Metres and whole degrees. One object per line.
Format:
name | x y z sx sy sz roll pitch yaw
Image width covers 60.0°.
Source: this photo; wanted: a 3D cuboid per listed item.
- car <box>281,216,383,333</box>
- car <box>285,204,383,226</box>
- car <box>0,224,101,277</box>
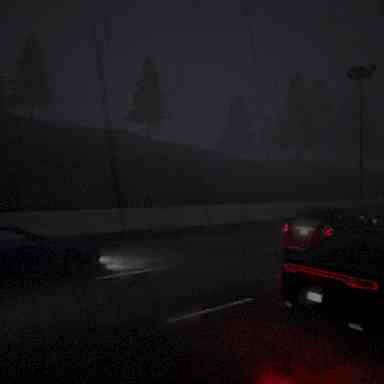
car | 3.886 1.439 6.517 5.008 1.535 1.882 0 0 -36
car | 5.296 1.290 11.821 4.553 1.767 2.097 0 0 -36
car | -5.220 1.544 8.614 5.357 1.411 2.033 0 0 -36
